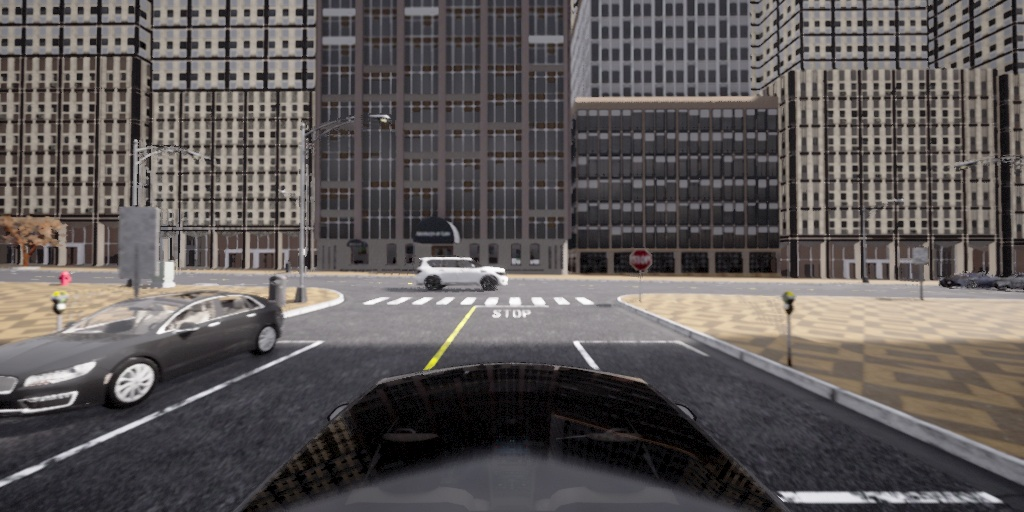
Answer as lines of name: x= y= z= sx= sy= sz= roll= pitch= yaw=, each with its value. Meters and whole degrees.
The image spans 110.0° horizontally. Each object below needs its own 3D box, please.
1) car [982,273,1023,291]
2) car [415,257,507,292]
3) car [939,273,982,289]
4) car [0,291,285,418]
car: x=40.788 y=2.066 z=28.011 sx=4.902 sy=1.511 sz=2.128 roll=1 pitch=-1 yaw=1
car: x=-3.068 y=1.078 z=21.986 sx=5.566 sy=2.045 sz=2.150 roll=0 pitch=0 yaw=1
car: x=40.155 y=2.175 z=31.273 sx=4.181 sy=1.385 sz=1.994 roll=1 pitch=-1 yaw=1
car: x=-5.819 y=1.321 z=6.097 sx=2.007 sy=1.370 sz=4.403 roll=0 pitch=0 yaw=0
